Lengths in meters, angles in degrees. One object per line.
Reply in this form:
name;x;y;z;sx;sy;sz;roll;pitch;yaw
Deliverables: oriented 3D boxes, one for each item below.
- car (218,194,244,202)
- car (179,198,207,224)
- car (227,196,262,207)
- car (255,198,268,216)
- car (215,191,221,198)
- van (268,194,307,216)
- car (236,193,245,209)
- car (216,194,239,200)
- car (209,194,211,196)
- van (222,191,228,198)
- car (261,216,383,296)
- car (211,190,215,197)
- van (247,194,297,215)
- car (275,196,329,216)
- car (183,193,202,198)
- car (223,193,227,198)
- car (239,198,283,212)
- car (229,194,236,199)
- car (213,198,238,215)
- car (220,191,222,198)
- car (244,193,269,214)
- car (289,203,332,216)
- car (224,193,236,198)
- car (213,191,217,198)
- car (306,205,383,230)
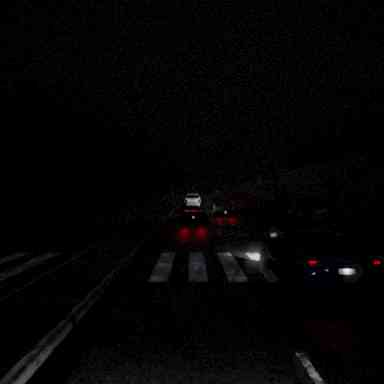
car;8.086;1.179;68.962;4.792;1.488;2.163;0;1;-20
car;0.096;1.474;24.776;2.128;1.511;4.902;0;0;0
car;8.088;1.417;51.059;4.792;1.488;2.163;1;0;-20
car;8.060;1.470;27.169;4.892;1.521;2.231;1;0;-20
car;7.886;1.192;65.900;5.366;1.575;1.946;0;1;-20
van;8.178;1.247;24.229;4.442;1.987;1.878;1;0;-20
car;8.094;1.211;36.134;5.566;2.045;2.435;1;0;-20
car;8.054;1.101;74.914;4.674;1.452;2.002;1;1;-20
car;8.086;0.660;86.852;5.566;2.045;2.435;1;0;-20
van;7.956;1.097;56.961;4.442;1.987;1.878;0;1;-20
car;3.098;1.557;8.650;1.994;1.385;4.181;0;0;0
car;8.067;0.947;83.853;4.892;1.521;2.231;1;1;-20
van;7.960;1.237;33.091;4.442;1.987;1.878;1;0;-20
car;8.039;1.347;21.194;4.553;1.767;2.185;1;0;-20
car;0.093;1.172;42.939;2.150;2.045;5.566;0;0;0
car;8.057;1.395;54.031;4.674;1.452;2.002;1;0;-20
car;8.060;1.493;39.106;4.674;1.452;2.002;1;0;-20
car;8.036;1.458;45.063;4.792;1.488;2.163;1;1;-20
car;3.095;1.576;32.945;1.895;1.301;4.718;0;0;0
car;8.033;1.158;59.989;4.553;1.767;2.185;0;1;-20
car;8.044;1.215;30.137;5.566;2.045;2.435;1;0;-20
car;8.063;1.516;18.222;4.674;1.452;2.002;1;0;-20
car;7.891;1.404;47.990;5.366;1.575;1.946;1;1;-20
car;7.886;1.099;71.865;5.366;1.575;1.946;0;1;-20
car;8.042;1.507;15.204;4.792;1.488;2.163;1;0;-20
